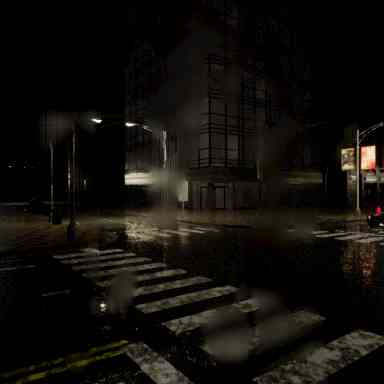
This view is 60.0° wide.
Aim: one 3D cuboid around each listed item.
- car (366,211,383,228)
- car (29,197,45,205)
[{"bbox_3d":[12.949,1.606,20.809,4.718,1.301,1.895,0,0,-35],"label":"car"},{"bbox_3d":[-28.678,1.690,61.458,2.033,1.411,5.357,0,0,-36],"label":"car"}]
